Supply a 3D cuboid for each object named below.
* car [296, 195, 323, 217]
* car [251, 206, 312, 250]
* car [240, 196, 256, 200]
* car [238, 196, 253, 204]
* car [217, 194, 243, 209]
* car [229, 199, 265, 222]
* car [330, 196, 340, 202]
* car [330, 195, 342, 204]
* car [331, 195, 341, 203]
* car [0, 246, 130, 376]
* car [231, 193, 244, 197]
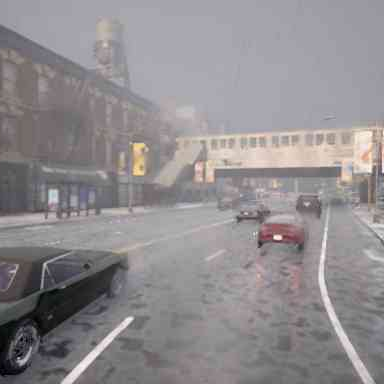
[{"bbox_3d":[11.266,1.283,32.038,2.150,2.045,5.566,1,0,23],"label":"car"},{"bbox_3d":[4.070,1.541,14.612,1.812,1.442,4.674,1,0,22],"label":"car"},{"bbox_3d":[7.843,1.602,42.530,1.895,1.301,4.718,1,0,23],"label":"car"},{"bbox_3d":[10.609,1.579,66.090,1.895,1.301,4.718,1,0,22],"label":"car"},{"bbox_3d":[4.865,1.441,44.469,1.882,1.535,5.008,1,0,23],"label":"car"},{"bbox_3d":[4.740,1.548,25.476,2.033,1.411,5.357,1,0,23],"label":"car"},{"bbox_3d":[36.895,1.720,85.932,2.097,1.535,5.008,1,0,22],"label":"car"},{"bbox_3d":[30.373,1.680,70.016,2.231,1.521,4.892,1,0,32],"label":"car"},{"bbox_3d":[34.553,1.580,79.947,2.185,1.767,4.553,1,0,22],"label":"car"},{"bbox_3d":[-2.680,1.559,5.561,1.895,1.301,4.718,1,0,10],"label":"car"},{"bbox_3d":[7.809,1.195,59.246,2.435,2.045,5.566,1,0,22],"label":"car"}]
